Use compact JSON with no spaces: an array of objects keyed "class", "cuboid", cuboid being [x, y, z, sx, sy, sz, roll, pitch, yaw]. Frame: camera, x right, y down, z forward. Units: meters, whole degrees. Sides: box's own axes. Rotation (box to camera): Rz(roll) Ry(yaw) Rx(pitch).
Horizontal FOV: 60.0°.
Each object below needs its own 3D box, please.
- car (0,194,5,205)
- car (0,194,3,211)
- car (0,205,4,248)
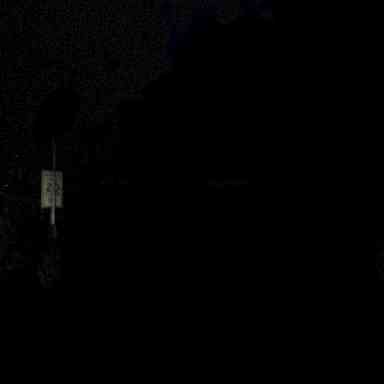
[{"class":"car","cuboid":[-19.761,1.172,32.715,2.150,2.045,5.566,1,-1,-29]},{"class":"car","cuboid":[-24.957,1.211,41.807,2.150,2.045,5.566,1,-1,-30]},{"class":"car","cuboid":[-5.094,1.303,6.729,2.097,1.767,4.553,1,0,-30]}]
